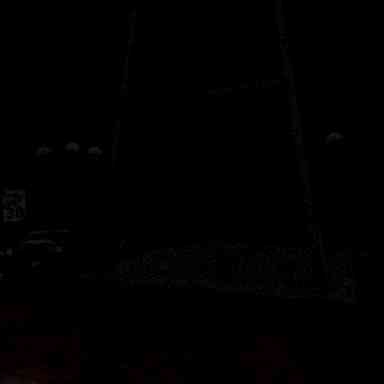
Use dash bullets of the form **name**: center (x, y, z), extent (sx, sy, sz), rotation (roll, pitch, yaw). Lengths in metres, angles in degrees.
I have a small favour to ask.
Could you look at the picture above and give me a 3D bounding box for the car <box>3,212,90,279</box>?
- **car**: center (-4.779, 1.695, 11.472), extent (1.905, 1.878, 3.866), rotation (-2, -1, -6)
